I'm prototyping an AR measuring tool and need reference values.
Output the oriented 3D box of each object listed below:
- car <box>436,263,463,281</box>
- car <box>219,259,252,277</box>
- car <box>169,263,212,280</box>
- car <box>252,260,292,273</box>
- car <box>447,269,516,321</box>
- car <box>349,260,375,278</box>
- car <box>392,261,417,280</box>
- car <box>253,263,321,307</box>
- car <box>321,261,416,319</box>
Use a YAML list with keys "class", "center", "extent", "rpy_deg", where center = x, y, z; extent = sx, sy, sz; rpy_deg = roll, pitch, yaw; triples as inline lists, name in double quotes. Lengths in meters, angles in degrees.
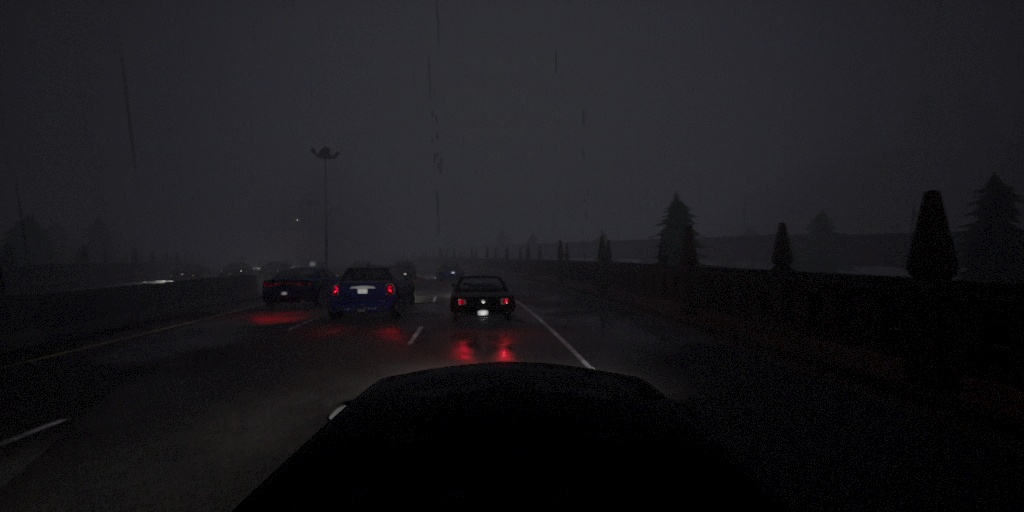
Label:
- class: "car"
  center: [-5.077, 1.228, 29.278]
  extent: [1.994, 1.385, 4.181]
  rpy_deg: [0, 0, -17]
- class: "car"
  center: [-25.434, 1.300, 33.255]
  extent: [1.812, 1.442, 4.674]
  rpy_deg: [0, 0, -25]
- class: "car"
  center: [-28.825, 1.365, 32.252]
  extent: [1.994, 1.385, 4.181]
  rpy_deg: [0, 0, -25]
- class: "car"
  center: [-21.194, 1.240, 32.229]
  extent: [2.128, 1.511, 4.902]
  rpy_deg: [0, 0, -23]
- class: "car"
  center: [-1.132, 1.314, 12.364]
  extent: [1.895, 1.301, 4.718]
  rpy_deg: [0, 0, -8]
- class: "car"
  center: [-14.207, 1.189, 34.081]
  extent: [2.128, 1.511, 4.902]
  rpy_deg: [0, 0, -22]
- class: "car"
  center: [-9.368, 1.185, 31.110]
  extent: [1.837, 1.490, 4.892]
  rpy_deg: [0, 0, -19]
- class: "car"
  center: [-8.778, 1.210, 15.544]
  extent: [1.882, 1.535, 5.008]
  rpy_deg: [0, 0, -10]
- class: "car"
  center: [-4.796, 1.077, 12.901]
  extent: [2.097, 1.767, 4.553]
  rpy_deg: [0, 0, -8]
